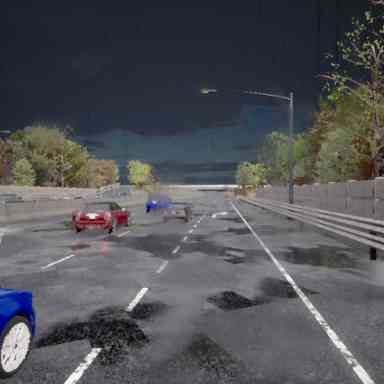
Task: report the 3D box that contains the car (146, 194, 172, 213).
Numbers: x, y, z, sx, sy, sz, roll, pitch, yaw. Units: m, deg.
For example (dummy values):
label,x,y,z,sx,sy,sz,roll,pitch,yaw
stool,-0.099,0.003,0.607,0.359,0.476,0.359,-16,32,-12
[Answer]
label,x,y,z,sx,sy,sz,roll,pitch,yaw
car,-3.582,1.225,36.914,2.150,2.045,5.566,0,0,5

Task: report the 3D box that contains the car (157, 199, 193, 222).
label,x,y,z,sx,sy,sz,roll,pitch,yaw
car,-1.053,1.548,26.162,2.033,1.411,5.357,0,0,5

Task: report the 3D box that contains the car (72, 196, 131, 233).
label,x,y,z,sx,sy,sz,roll,pitch,yaw
car,-5.142,1.354,19.833,2.097,1.767,4.553,0,0,4

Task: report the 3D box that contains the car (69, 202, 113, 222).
label,x,y,z,sx,sy,sz,roll,pitch,yaw
car,-8.015,1.566,26.896,1.994,1.385,4.181,0,0,5

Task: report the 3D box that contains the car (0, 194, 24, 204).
label,x,y,z,sx,sy,sz,roll,pitch,yaw
car,-24.234,1.359,43.874,2.097,1.767,4.553,0,0,6

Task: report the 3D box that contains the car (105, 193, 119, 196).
label,x,y,z,sx,sy,sz,roll,pitch,yaw
car,-15.384,1.255,63.118,2.150,2.045,5.566,0,0,6

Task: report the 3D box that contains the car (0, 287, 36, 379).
label,x,y,z,sx,sy,sz,roll,pitch,yaw
car,-3.213,1.477,2.561,1.882,1.535,5.008,0,0,5
